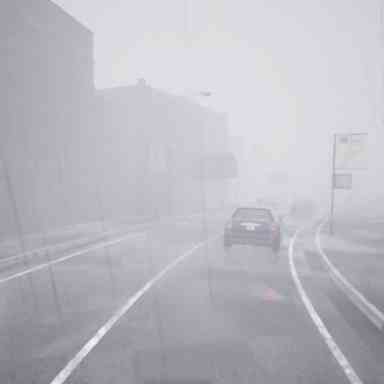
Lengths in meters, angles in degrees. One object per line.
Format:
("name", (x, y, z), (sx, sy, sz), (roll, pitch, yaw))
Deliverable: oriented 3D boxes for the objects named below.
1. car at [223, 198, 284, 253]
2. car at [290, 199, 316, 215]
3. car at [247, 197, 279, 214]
("car", (2.759, 1.315, 14.101), (2.097, 1.767, 4.553), (2, 1, 17))
("car", (10.798, 1.389, 32.194), (1.994, 1.385, 4.181), (3, 2, 27))
("car", (7.152, 1.282, 33.134), (1.895, 1.301, 4.718), (3, 2, 28))
